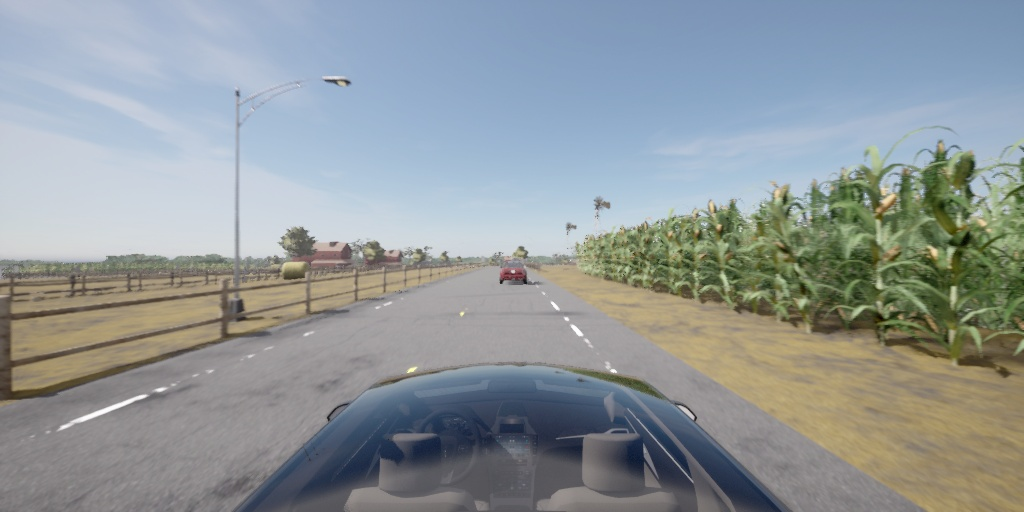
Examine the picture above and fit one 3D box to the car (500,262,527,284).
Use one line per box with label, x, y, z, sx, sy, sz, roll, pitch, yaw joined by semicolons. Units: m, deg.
car;0.095;1.227;28.905;2.097;1.767;4.553;0;0;0
